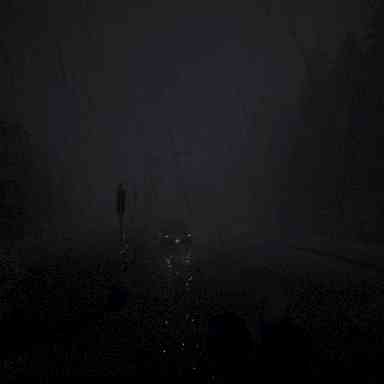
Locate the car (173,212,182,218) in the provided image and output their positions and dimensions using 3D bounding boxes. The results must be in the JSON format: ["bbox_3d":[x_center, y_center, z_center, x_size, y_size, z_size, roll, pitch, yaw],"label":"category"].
[{"bbox_3d":[-4.006,6.187,89.526,2.128,1.511,4.902,-2,-3,-6],"label":"car"}]

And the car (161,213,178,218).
[{"bbox_3d":[-3.082,3.686,40.810,1.882,1.535,5.008,-2,-3,-6],"label":"car"}]

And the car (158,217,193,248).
[{"bbox_3d":[-1.086,2.632,21.259,2.128,1.511,4.902,-2,-3,-6],"label":"car"}]

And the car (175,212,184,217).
[{"bbox_3d":[-2.937,5.694,79.176,2.033,1.411,5.357,-2,-3,-6],"label":"car"}]
